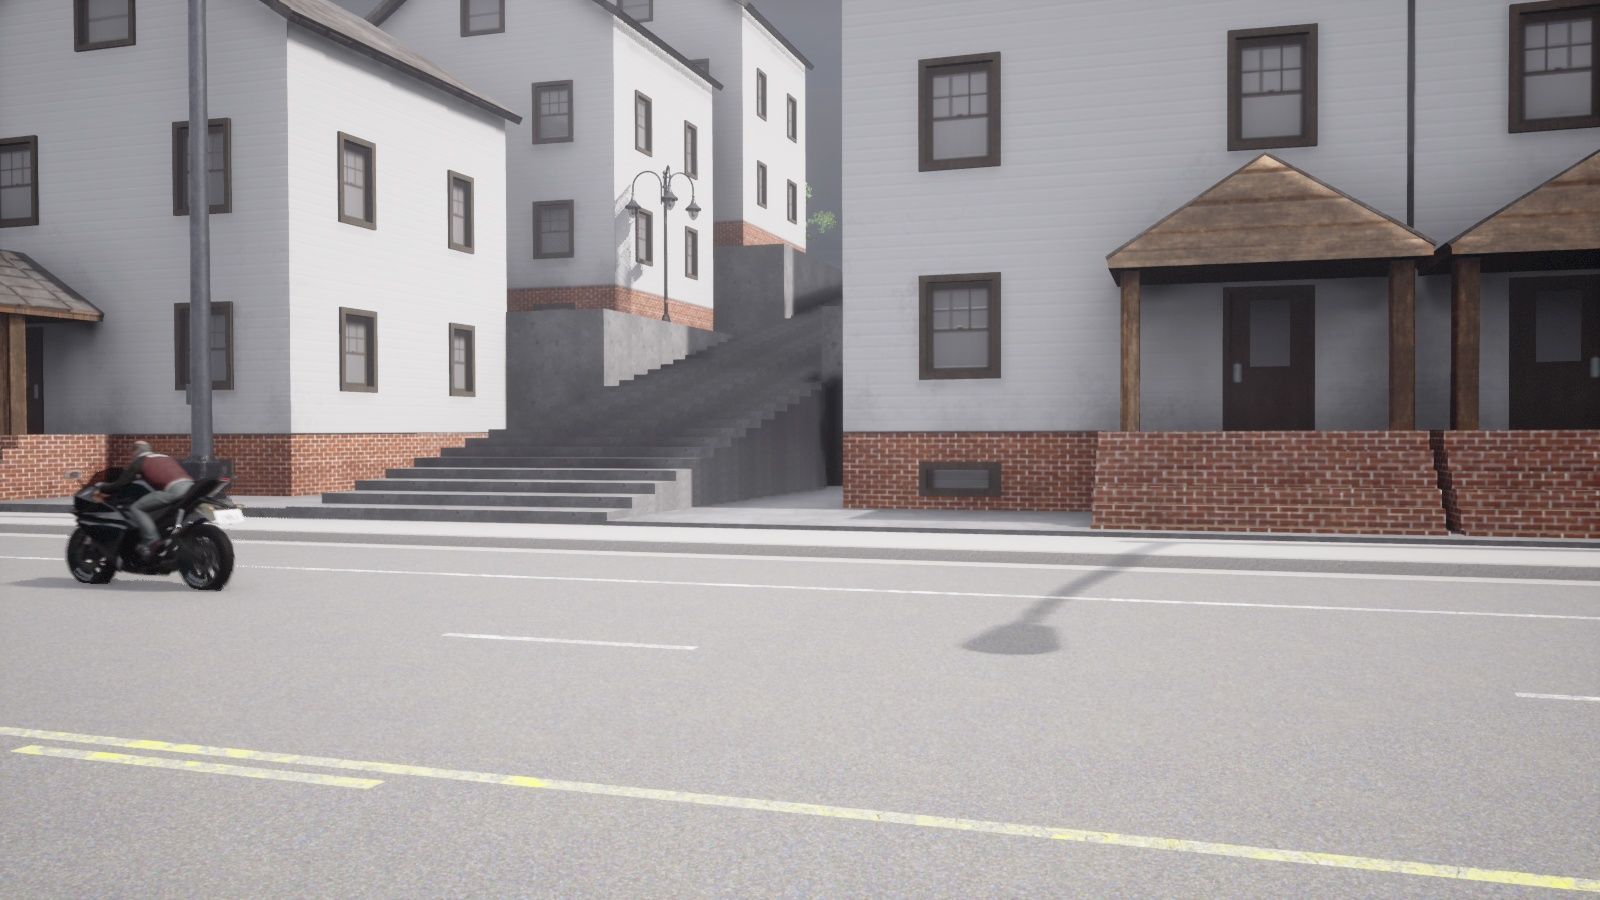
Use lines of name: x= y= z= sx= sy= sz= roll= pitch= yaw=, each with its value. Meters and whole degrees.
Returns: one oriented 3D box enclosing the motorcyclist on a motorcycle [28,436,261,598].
motorcyclist on a motorcycle: x=-6.684 y=0.631 z=12.809 sx=2.191 sy=1.530 sz=0.866 roll=1 pitch=1 yaw=21
